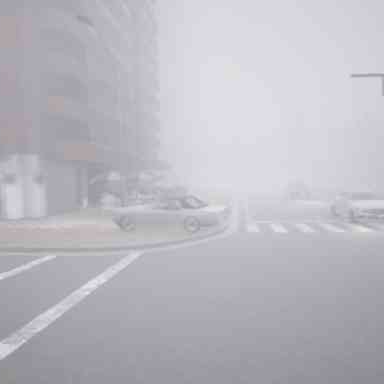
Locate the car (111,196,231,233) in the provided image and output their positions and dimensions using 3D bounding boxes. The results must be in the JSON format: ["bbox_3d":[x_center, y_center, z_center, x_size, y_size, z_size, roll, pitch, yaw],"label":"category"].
[{"bbox_3d":[-0.932,0.858,13.659,4.718,1.301,1.895,-1,4,22],"label":"car"}]

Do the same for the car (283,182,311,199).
[{"bbox_3d":[10.070,-0.176,32.049,2.128,1.511,4.902,-1,3,6],"label":"car"}]

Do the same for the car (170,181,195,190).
[{"bbox_3d":[-1.751,-1.150,59.294,4.553,1.767,2.097,0,3,34],"label":"car"}]

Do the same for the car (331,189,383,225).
[{"bbox_3d":[7.942,0.601,15.687,1.812,1.442,4.674,-1,2,8],"label":"car"}]
